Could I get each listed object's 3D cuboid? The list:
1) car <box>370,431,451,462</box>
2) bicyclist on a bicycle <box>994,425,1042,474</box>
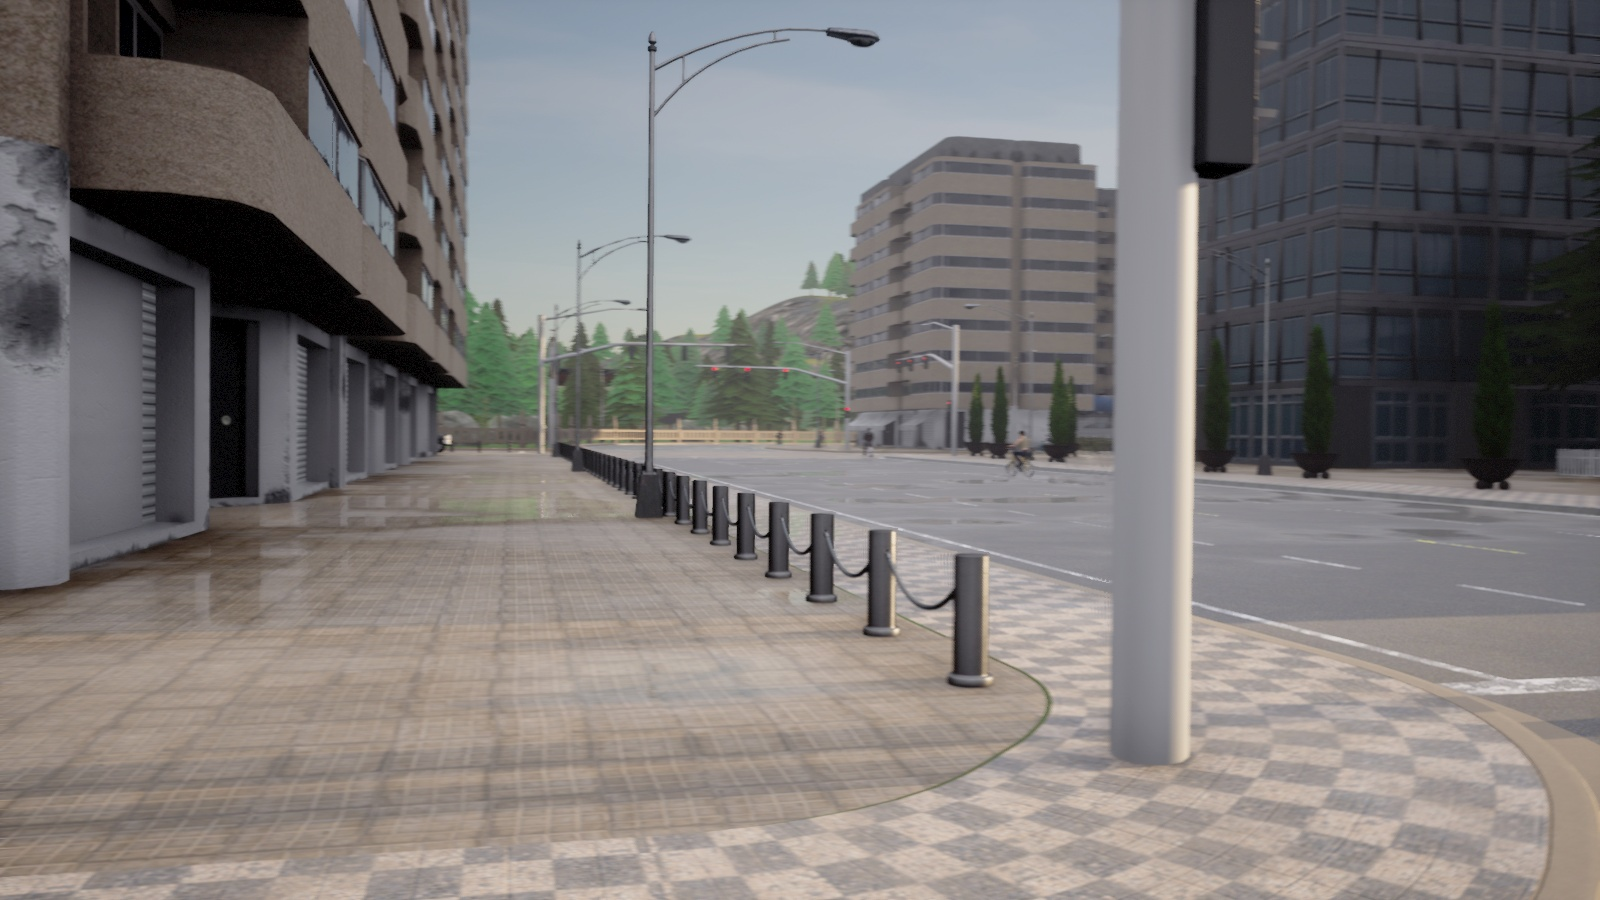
[{"bbox_3d":[-24.104,-0.237,77.870,4.605,1.855,1.932,-1,1,-13],"label":"car"},{"bbox_3d":[7.373,-0.026,42.604,0.866,1.612,1.509,-1,1,-26],"label":"bicyclist on a bicycle"}]
